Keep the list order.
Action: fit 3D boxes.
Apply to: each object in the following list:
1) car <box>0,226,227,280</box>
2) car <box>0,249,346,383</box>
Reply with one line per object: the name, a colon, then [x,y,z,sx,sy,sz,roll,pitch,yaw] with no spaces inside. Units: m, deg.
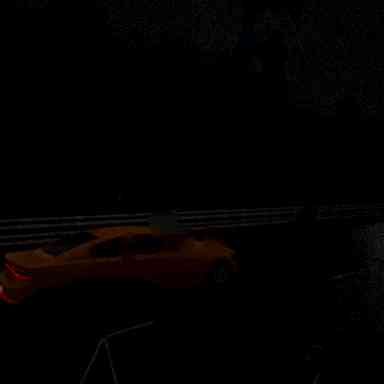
car: [-1.240,1.476,7.160,5.008,1.535,1.882,0,0,-35]
car: [-0.481,1.600,3.404,4.718,1.301,1.895,0,0,-35]
